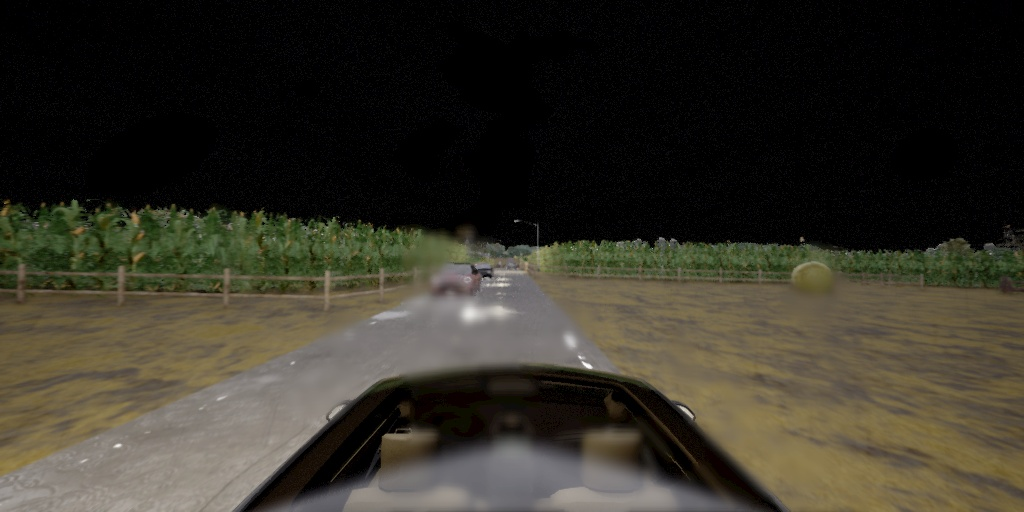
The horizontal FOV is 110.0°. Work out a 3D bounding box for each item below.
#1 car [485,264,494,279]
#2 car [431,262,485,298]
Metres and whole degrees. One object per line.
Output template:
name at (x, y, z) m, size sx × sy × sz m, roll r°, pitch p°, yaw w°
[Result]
car at (-2.748, 1.450, 35.212) m, size 2.033 × 1.411 × 5.357 m, roll 0°, pitch -1°, yaw 0°
car at (-2.782, 1.149, 18.737) m, size 2.097 × 1.767 × 4.553 m, roll 0°, pitch 0°, yaw 0°
